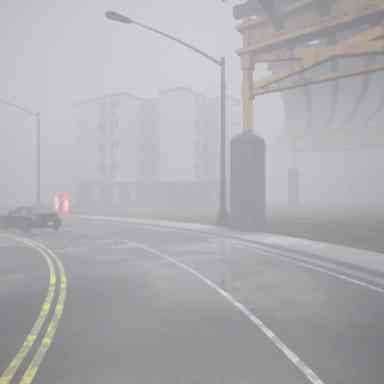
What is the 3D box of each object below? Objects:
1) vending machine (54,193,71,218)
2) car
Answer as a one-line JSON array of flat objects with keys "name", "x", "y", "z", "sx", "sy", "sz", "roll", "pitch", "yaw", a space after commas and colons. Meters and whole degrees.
[{"name": "vending machine", "x": -11.559, "y": 1.170, "z": 29.646, "sx": 0.880, "sy": 2.100, "sz": 1.100, "roll": 0, "pitch": 0, "yaw": 33}, {"name": "car", "x": -9.344, "y": 1.510, "z": 19.203, "sx": 4.674, "sy": 1.442, "sz": 1.812, "roll": 0, "pitch": 0, "yaw": 39}]
